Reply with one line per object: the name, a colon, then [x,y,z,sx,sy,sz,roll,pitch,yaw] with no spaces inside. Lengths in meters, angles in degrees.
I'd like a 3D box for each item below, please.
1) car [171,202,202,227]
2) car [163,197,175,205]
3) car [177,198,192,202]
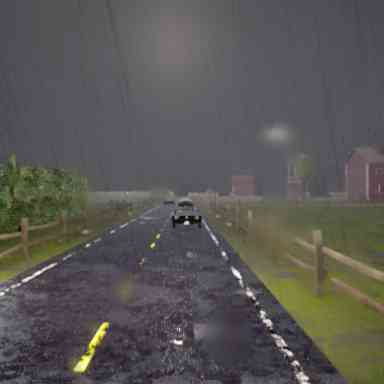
car: [-0.360,1.583,22.344,1.895,1.301,4.718,0,0,-1]
car: [-3.970,1.587,57.316,1.994,1.385,4.181,0,0,-1]
car: [-0.770,1.459,40.861,1.882,1.535,5.008,0,0,-1]
